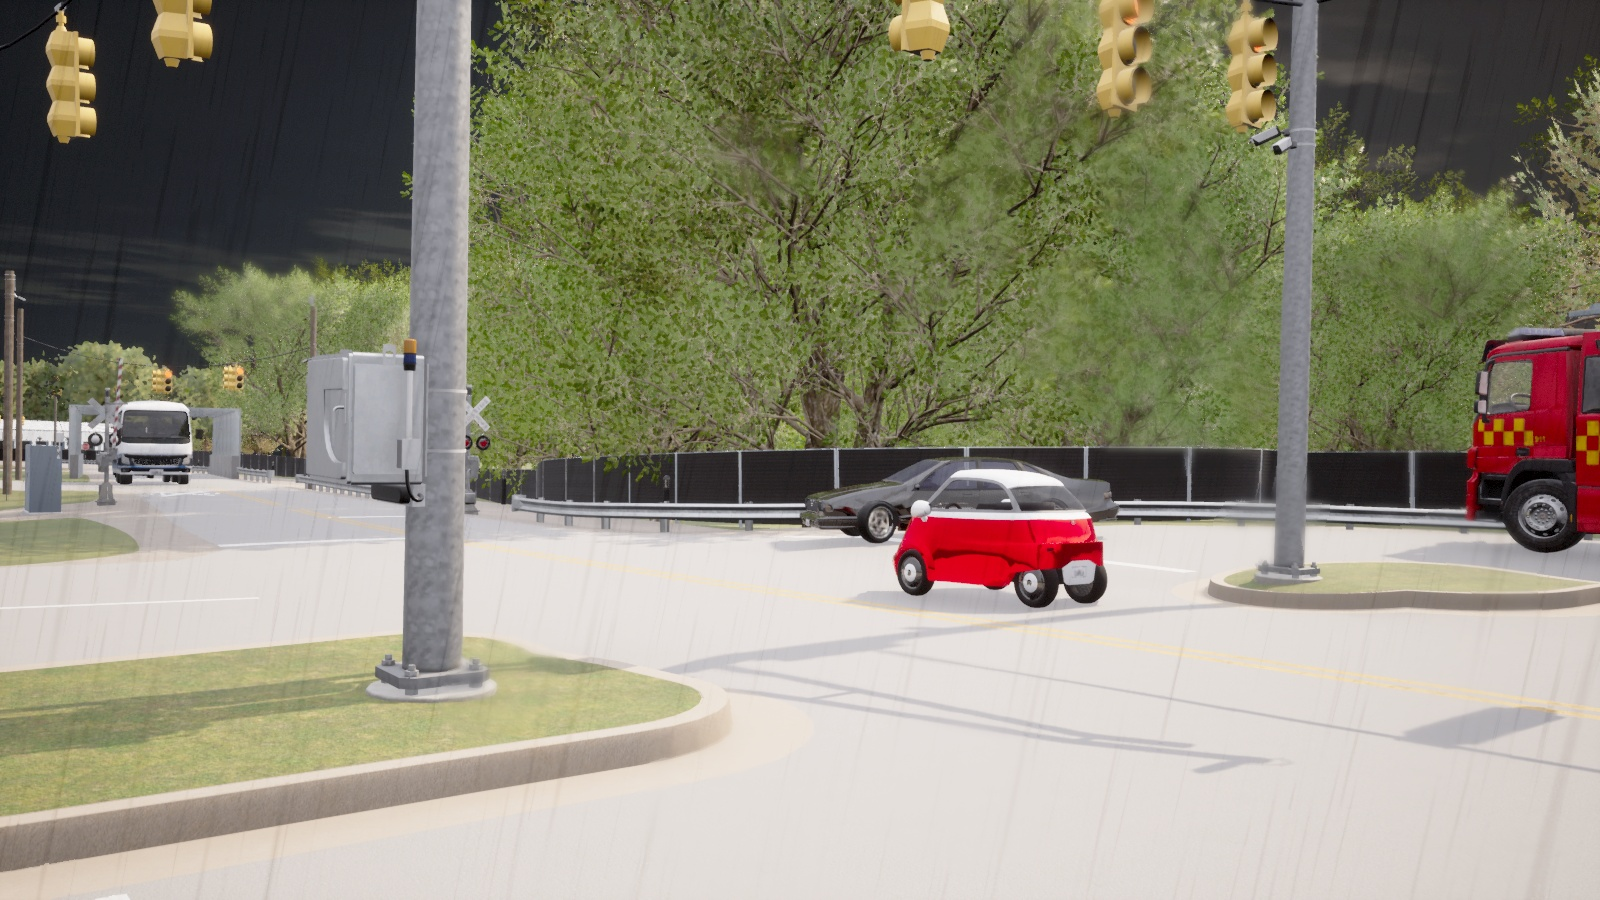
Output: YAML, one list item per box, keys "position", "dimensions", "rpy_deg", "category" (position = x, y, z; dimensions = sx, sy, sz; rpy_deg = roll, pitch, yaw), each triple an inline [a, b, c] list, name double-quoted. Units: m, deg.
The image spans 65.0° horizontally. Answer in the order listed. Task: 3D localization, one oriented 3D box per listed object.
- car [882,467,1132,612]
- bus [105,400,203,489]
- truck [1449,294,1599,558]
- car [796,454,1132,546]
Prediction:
- position: [2.158, 0.876, 13.366]
  dimensions: [1.481, 1.376, 2.207]
  rpy_deg: [1, -1, -36]
  category: "car"
- position: [-33.707, -0.220, 65.274]
  dimensions: [3.944, 4.253, 10.273]
  rpy_deg: [1, -1, -30]
  category: "bus"
- position: [13.217, -0.340, 17.422]
  dimensions: [2.891, 3.827, 8.468]
  rpy_deg: [0, 1, -10]
  category: "truck"
- position: [2.762, 0.806, 21.677]
  dimensions: [5.357, 1.411, 2.033]
  rpy_deg: [-1, 0, -11]
  category: "car"
